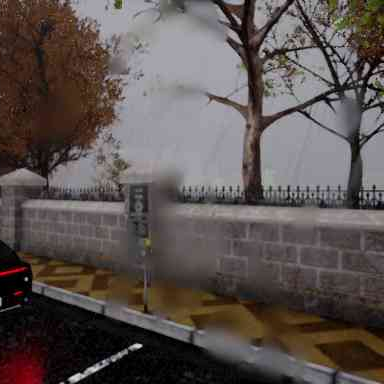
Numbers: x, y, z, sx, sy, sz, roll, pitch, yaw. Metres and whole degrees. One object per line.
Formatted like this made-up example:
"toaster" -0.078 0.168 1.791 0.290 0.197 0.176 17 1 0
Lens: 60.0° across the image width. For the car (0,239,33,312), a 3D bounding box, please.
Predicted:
"car" -5.066 1.488 6.582 4.892 1.490 1.837 0 0 36
